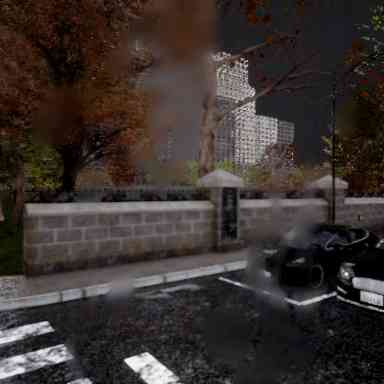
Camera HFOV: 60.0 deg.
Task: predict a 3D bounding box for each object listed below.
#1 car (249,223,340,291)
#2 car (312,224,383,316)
[{"bbox_3d":[3.491,1.563,9.041,4.313,1.339,1.947,0,0,-35],"label":"car"},{"bbox_3d":[4.958,1.489,6.909,4.902,1.511,2.128,0,0,-35],"label":"car"}]
